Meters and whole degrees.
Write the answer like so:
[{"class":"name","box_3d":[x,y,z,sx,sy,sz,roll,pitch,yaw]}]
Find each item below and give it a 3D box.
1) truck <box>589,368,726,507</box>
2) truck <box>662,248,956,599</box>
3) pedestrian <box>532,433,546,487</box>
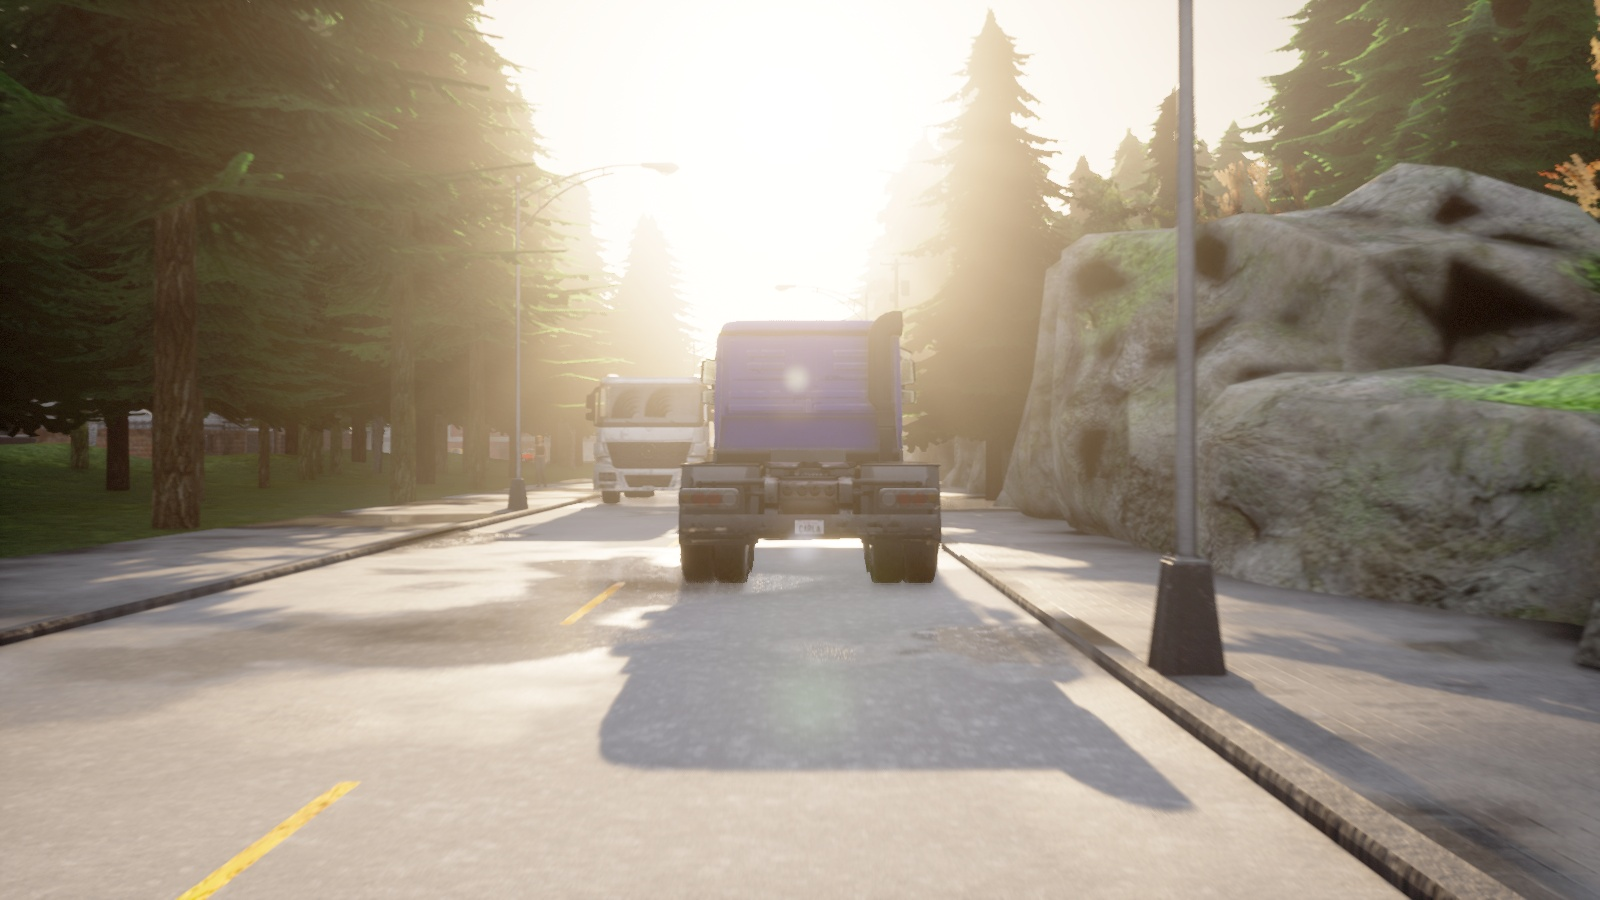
[{"class":"truck","box_3d":[-3.780,-0.318,35.226,2.891,3.462,7.936,0,0,0]},{"class":"truck","box_3d":[0.111,-0.272,16.337,2.891,3.462,7.936,0,0,0]},{"class":"pedestrian","box_3d":[-8.959,0.351,43.107,0.345,1.836,0.594,0,0,1]}]
